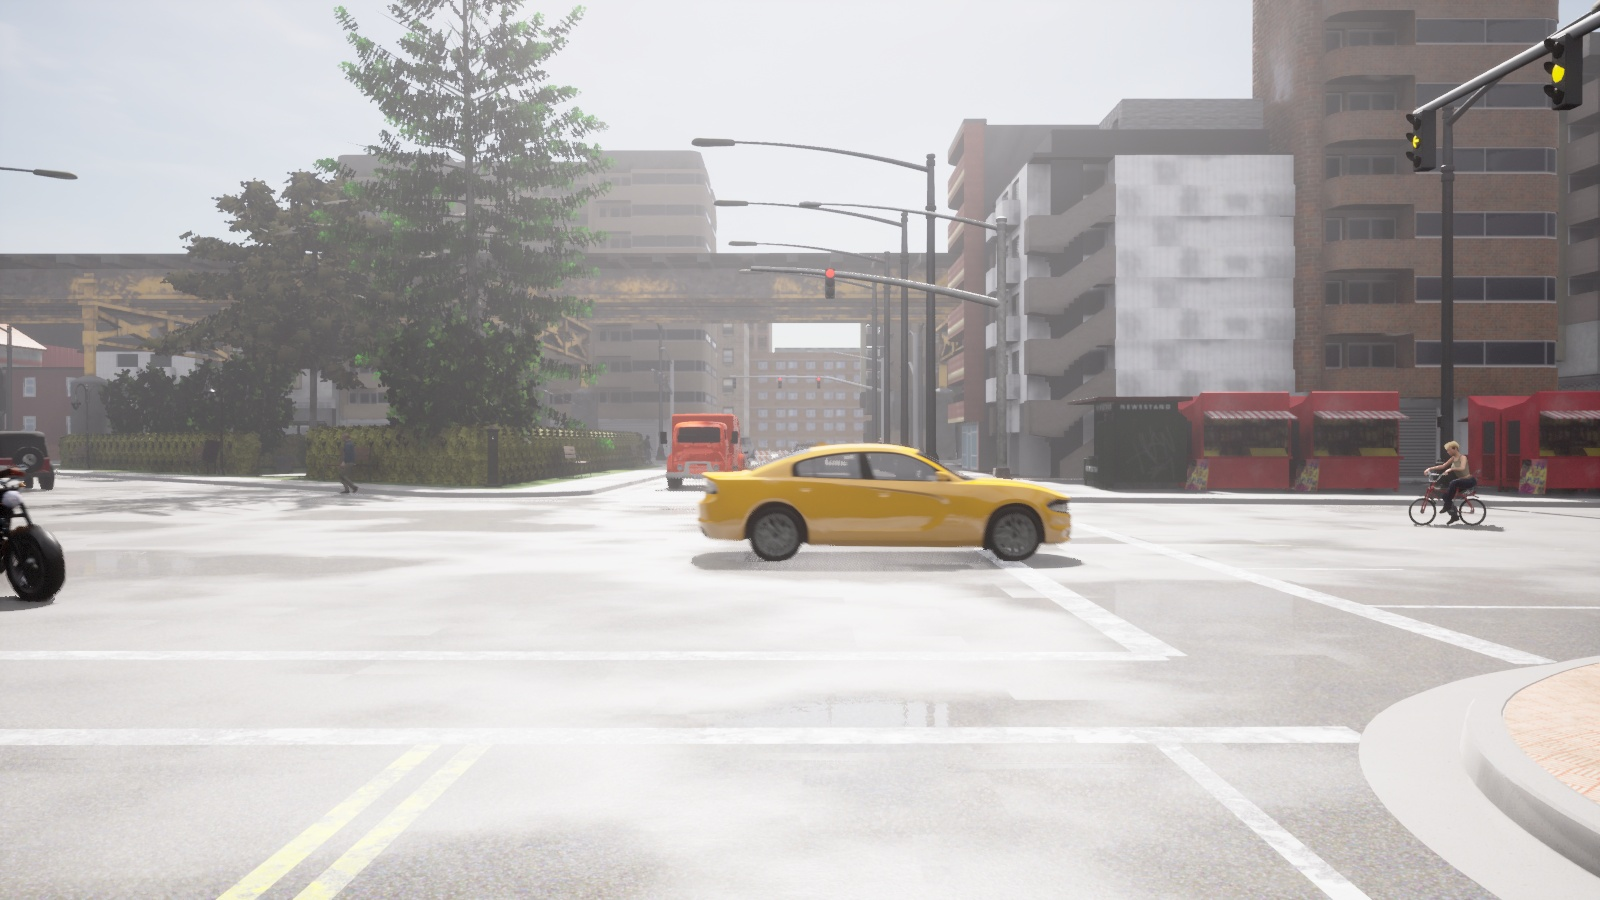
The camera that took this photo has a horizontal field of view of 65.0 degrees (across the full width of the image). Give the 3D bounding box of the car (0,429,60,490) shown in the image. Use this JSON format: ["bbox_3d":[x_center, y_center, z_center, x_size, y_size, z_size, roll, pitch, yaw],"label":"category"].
[{"bbox_3d":[-25.549,0.293,40.601,1.905,1.878,3.866,0,0,-45],"label":"car"}]

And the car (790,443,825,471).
[{"bbox_3d":[0.406,0.366,68.269,1.837,1.490,4.892,0,0,0],"label":"car"}]

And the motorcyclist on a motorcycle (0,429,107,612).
[{"bbox_3d":[-7.912,0.623,12.141,2.350,1.649,0.766,0,1,21],"label":"motorcyclist on a motorcycle"}]

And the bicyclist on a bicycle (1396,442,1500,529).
[{"bbox_3d":[12.324,0.658,23.903,1.509,1.612,0.866,1,0,-1],"label":"bicyclist on a bicycle"}]

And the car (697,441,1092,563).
[{"bbox_3d":[1.199,0.660,16.875,5.008,1.535,1.882,0,0,0],"label":"car"}]

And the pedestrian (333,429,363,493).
[{"bbox_3d":[-12.954,0.317,36.005,0.726,1.842,0.402,0,0,-6],"label":"pedestrian"}]

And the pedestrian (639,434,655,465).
[{"bbox_3d":[-9.435,-0.051,77.455,0.849,1.883,0.563,0,0,-19],"label":"pedestrian"}]

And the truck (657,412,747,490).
[{"bbox_3d":[-3.240,0.017,42.607,2.627,2.467,5.204,0,0,0],"label":"truck"}]

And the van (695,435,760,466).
[{"bbox_3d":[-4.759,0.034,81.856,1.775,1.987,4.442,0,0,-44],"label":"van"}]
